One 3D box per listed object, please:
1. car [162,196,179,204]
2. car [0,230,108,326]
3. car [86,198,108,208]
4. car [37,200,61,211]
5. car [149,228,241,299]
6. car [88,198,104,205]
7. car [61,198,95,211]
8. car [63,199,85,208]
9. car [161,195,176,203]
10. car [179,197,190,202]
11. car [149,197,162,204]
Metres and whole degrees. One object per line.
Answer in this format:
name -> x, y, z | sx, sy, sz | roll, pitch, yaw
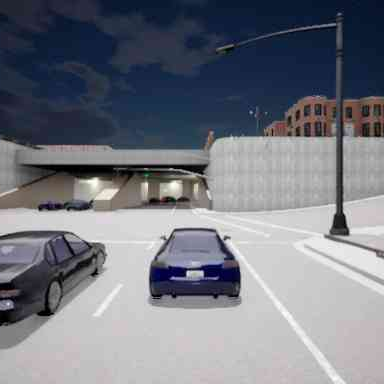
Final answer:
car -> -4.785, 1.689, 74.845 | 2.097, 1.767, 4.553 | 0, 0, 6
car -> -3.422, 1.577, 7.447 | 2.033, 1.411, 5.357 | 0, 0, 0
car -> -15.041, 1.705, 53.001 | 2.128, 1.511, 4.902 | 0, 0, -1
car -> -18.307, 1.764, 43.373 | 1.895, 1.301, 4.718 | 0, 0, -1
car -> 0.076, 1.606, 8.621 | 1.994, 1.385, 4.181 | 0, 0, 0
car -> -18.781, 1.826, 65.169 | 1.994, 1.385, 4.181 | 0, 0, -1
car -> -14.810, 1.718, 43.481 | 2.033, 1.411, 5.357 | 0, 0, -1
car -> -18.532, 1.806, 52.534 | 1.895, 1.301, 4.718 | 0, 0, -1
car -> -5.966, 1.731, 84.602 | 2.097, 1.767, 4.553 | 0, 0, 24
car -> -2.160, 1.908, 84.640 | 1.812, 1.442, 4.674 | 0, 0, 28
car -> -8.304, 1.866, 74.551 | 2.033, 1.411, 5.357 | 0, 0, 6
